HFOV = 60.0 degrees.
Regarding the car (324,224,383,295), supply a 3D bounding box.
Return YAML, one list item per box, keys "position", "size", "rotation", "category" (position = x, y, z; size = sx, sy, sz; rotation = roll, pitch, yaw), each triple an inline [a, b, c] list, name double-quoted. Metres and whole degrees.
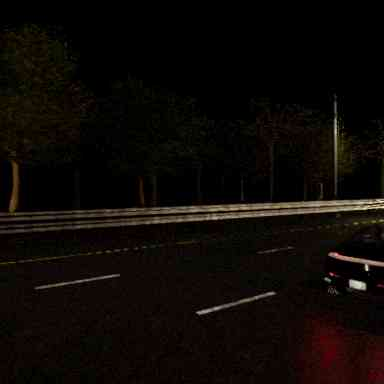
- position: [4.959, 1.446, 7.401]
  size: [4.902, 1.511, 2.128]
  rotation: [0, 0, -35]
  category: "car"
